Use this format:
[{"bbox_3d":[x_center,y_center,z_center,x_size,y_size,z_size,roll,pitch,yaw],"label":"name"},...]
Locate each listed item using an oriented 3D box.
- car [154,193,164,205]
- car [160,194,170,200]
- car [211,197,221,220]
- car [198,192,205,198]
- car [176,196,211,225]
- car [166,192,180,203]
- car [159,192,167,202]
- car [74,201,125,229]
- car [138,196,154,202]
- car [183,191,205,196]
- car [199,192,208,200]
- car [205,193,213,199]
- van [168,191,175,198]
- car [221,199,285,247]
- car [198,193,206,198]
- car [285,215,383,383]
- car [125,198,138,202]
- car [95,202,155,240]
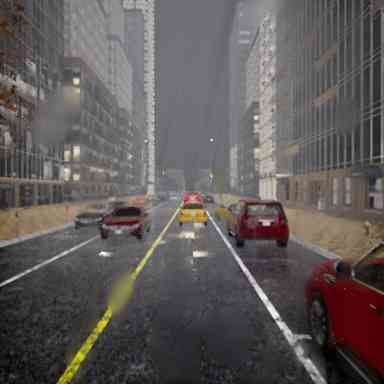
[{"bbox_3d":[-5.710,1.216,48.562,2.008,1.369,4.403,0,0,0],"label":"car"},{"bbox_3d":[-5.720,1.080,71.331,1.802,1.307,4.206,0,0,0],"label":"car"},{"bbox_3d":[2.681,1.352,25.955,1.752,1.417,4.829,0,0,0],"label":"car"},{"bbox_3d":[2.650,0.848,94.258,1.752,1.417,4.829,0,0,0],"label":"car"},{"bbox_3d":[0.089,1.307,22.540,1.801,1.575,5.366,0,0,0],"label":"car"},{"bbox_3d":[-3.028,1.121,58.807,1.812,1.442,4.674,0,0,0],"label":"car"},{"bbox_3d":[-5.715,1.127,59.946,1.887,1.381,4.507,0,0,0],"label":"car"},{"bbox_3d":[-5.697,1.417,20.102,2.008,1.369,4.403,0,0,0],"label":"car"},{"bbox_3d":[-5.704,1.329,37.177,1.802,1.307,4.206,0,0,0],"label":"car"},{"bbox_3d":[0.080,0.943,41.108,2.150,2.045,5.566,0,1,0],"label":"car"},{"bbox_3d":[2.659,0.895,77.011,1.967,1.590,4.097,0,0,0],"label":"car"},{"bbox_3d":[2.668,1.191,54.246,1.947,1.339,4.313,0,0,0],"label":"car"},{"bbox_3d":[-5.729,0.665,94.098,1.690,1.788,3.998,0,0,0],"label":"van"},{"bbox_3d":[2.688,1.220,14.400,2.192,1.841,5.009,0,0,0],"label":"car"},{"bbox_3d":[2.653,0.950,88.396,1.802,1.307,4.206,0,0,0],"label":"car"},{"bbox_3d":[2.693,1.295,3.016,2.192,1.841,5.009,0,0,0],"label":"car"},{"bbox_3d":[-5.700,1.393,25.794,1.947,1.339,4.313,0,0,0],"label":"car"},{"bbox_3d":[-3.097,1.417,16.340,1.812,1.442,4.674,0,0,0],"label":"car"}]
